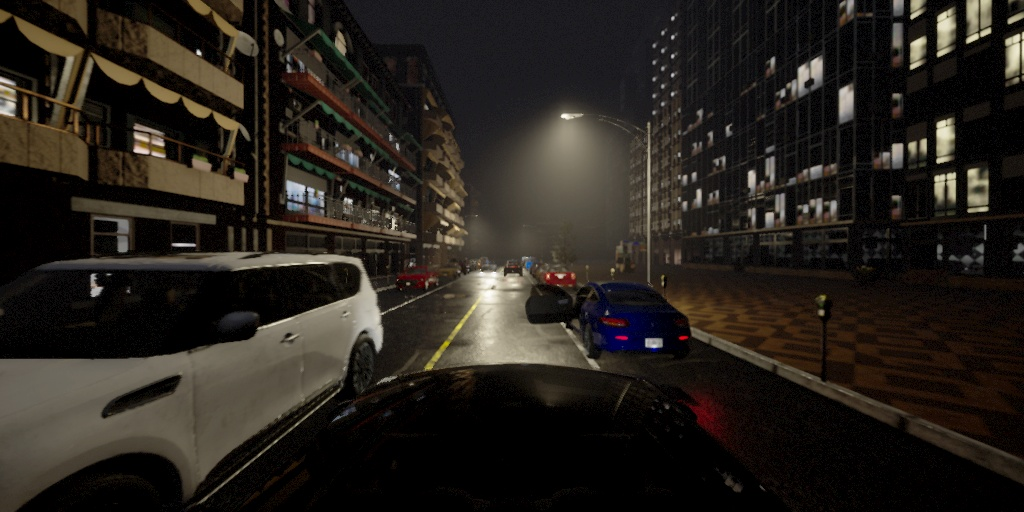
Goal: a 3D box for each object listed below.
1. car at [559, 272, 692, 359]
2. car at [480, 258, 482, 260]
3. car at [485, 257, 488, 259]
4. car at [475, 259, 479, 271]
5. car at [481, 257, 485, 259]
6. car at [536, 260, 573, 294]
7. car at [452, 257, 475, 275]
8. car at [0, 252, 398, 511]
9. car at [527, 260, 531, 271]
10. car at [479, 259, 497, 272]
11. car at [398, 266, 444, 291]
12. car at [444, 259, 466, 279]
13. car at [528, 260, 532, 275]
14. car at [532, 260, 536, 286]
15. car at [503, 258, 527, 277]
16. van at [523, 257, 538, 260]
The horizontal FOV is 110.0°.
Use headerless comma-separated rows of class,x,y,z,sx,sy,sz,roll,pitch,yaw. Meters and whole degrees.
car,2.358,1.274,8.251,1.812,1.442,4.674,0,0,0
car,-5.624,1.311,49.478,2.007,1.370,4.403,0,0,0
car,-5.608,1.336,60.531,1.948,1.339,4.313,0,0,0
car,-5.632,1.307,43.952,2.007,1.370,4.403,0,0,0
car,-5.616,1.205,55.004,1.967,1.591,4.097,0,0,0
car,2.715,1.189,21.832,1.967,1.591,4.097,0,0,0
car,-5.641,1.069,38.425,2.192,1.841,5.009,0,0,0
car,-3.100,0.971,3.433,2.150,2.045,5.566,0,0,0
car,2.739,1.336,38.412,1.802,1.307,4.207,0,0,0
car,-2.937,1.425,47.124,1.895,1.301,4.718,0,0,0
car,-5.665,1.294,21.845,1.888,1.381,4.507,0,0,0
car,-5.649,1.277,32.729,1.751,1.417,4.829,0,0,0
car,2.731,1.334,32.886,1.802,1.307,4.207,0,0,0
car,2.724,1.276,27.529,1.751,1.417,4.829,0,0,0
car,0.115,1.244,35.992,2.128,1.511,4.902,0,0,0
van,2.756,1.101,49.465,1.690,1.789,3.998,0,0,0
